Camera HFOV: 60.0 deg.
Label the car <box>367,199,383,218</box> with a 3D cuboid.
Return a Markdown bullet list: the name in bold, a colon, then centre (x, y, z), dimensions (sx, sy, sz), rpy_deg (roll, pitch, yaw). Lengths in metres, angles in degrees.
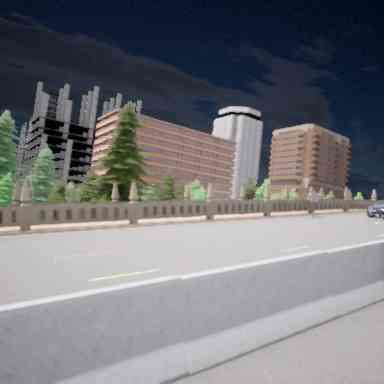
- **car**: centre (17.413, 1.393, 29.315), dimensions (4.553, 1.767, 2.097), rpy_deg (0, 0, -35)
